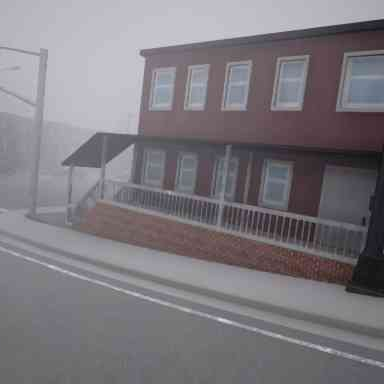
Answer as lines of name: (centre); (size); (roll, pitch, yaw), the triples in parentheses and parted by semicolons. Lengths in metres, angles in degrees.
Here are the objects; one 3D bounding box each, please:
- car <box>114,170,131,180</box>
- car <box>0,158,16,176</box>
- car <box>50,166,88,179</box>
car: (-9.184, -2.473, 48.574); (1.812, 1.442, 4.674); (10, 6, 35)
car: (-20.253, -2.657, 33.262); (2.097, 1.767, 4.553); (10, 6, 36)
car: (-14.954, -2.478, 40.601); (1.812, 1.442, 4.674); (10, 6, 36)
